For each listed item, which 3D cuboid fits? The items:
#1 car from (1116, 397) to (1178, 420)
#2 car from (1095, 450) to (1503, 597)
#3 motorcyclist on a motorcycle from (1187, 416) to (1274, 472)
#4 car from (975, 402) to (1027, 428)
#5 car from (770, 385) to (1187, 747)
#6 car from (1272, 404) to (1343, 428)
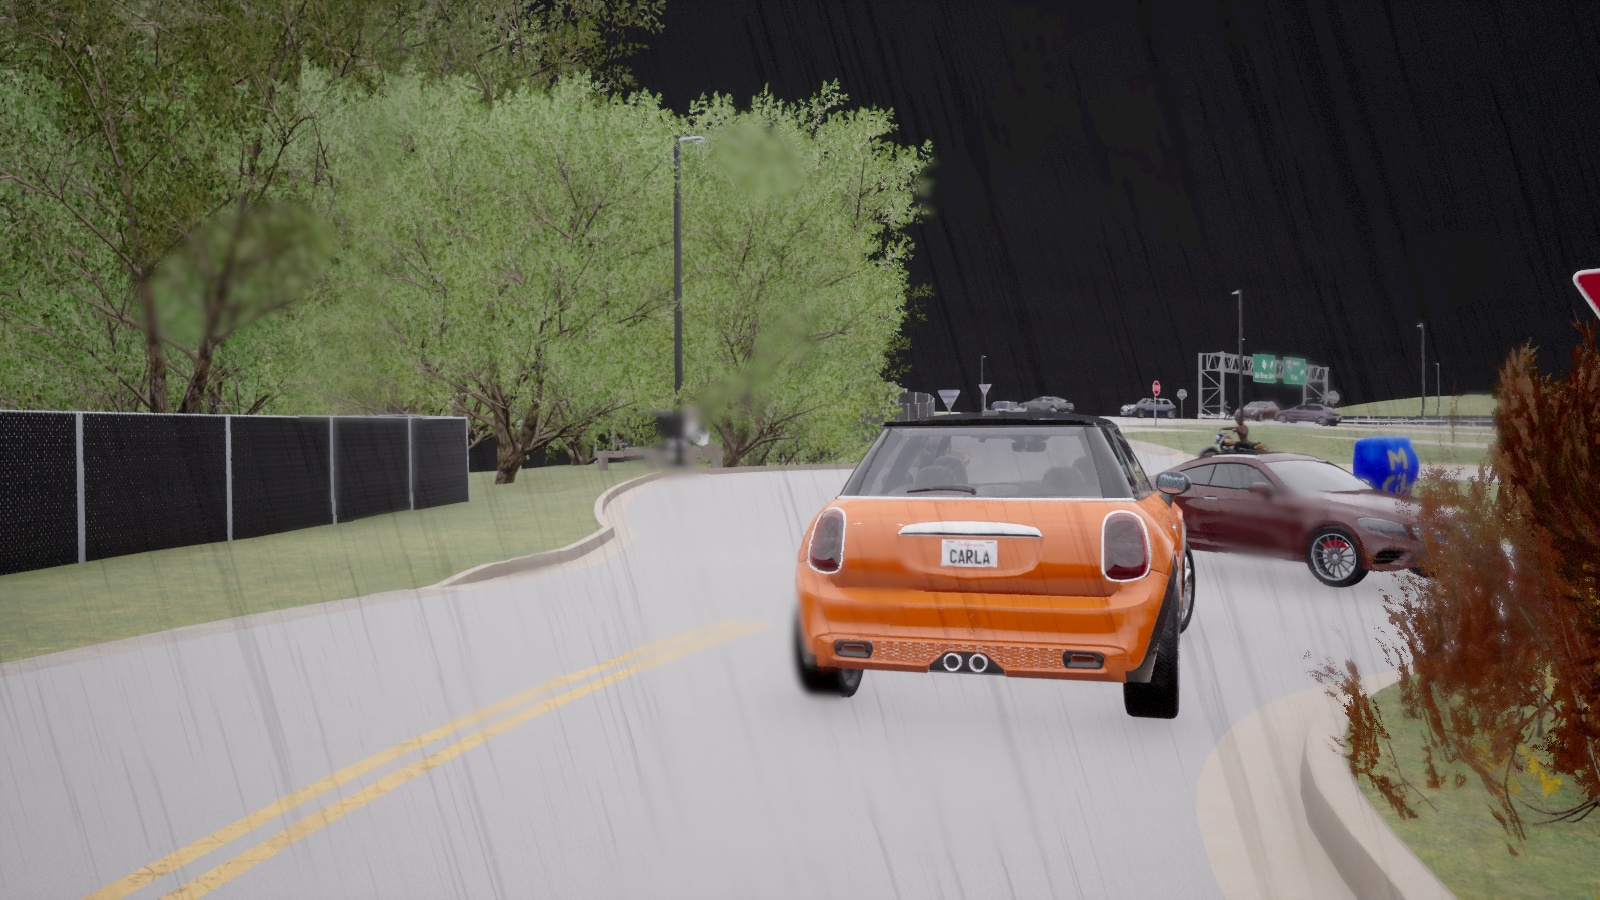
[{"bbox_3d":[25.128,-3.013,90.950,3.806,1.475,1.970,1,3,-15],"label":"car"},{"bbox_3d":[5.969,0.773,15.704,1.812,1.442,4.674,-1,2,-28],"label":"car"},{"bbox_3d":[12.908,-0.173,37.709,2.350,1.649,0.766,0,2,-9],"label":"motorcyclist on a motorcycle"},{"bbox_3d":[11.655,-2.039,72.746,1.845,1.501,3.633,0,2,29],"label":"car"},{"bbox_3d":[1.532,0.548,8.610,2.097,1.767,4.553,0,0,18],"label":"car"},{"bbox_3d":[35.660,-2.403,88.322,1.816,1.474,4.193,0,4,-44],"label":"car"}]
